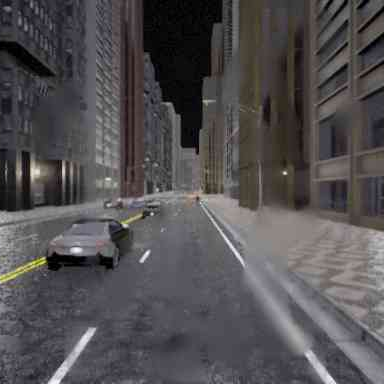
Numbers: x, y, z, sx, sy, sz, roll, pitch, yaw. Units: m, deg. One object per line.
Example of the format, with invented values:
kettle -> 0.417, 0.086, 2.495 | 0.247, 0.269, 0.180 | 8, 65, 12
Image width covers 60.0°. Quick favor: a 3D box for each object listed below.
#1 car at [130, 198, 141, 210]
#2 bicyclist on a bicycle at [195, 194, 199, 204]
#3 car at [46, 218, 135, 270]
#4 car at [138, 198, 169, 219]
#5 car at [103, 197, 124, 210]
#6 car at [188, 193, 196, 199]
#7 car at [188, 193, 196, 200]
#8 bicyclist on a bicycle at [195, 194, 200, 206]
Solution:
car -> -6.583, 1.468, 41.944 | 1.812, 1.442, 4.674 | 0, 0, 0
bicyclist on a bicycle -> 0.885, 1.264, 58.870 | 0.659, 1.776, 1.843 | 0, 0, 0
car -> -3.150, 1.557, 11.084 | 1.994, 1.385, 4.181 | 0, 0, 0
car -> -3.153, 1.471, 28.757 | 1.837, 1.490, 4.892 | 0, 0, 0
car -> -9.832, 1.433, 41.846 | 2.128, 1.511, 4.902 | 0, 0, 0
car -> -0.011, 1.096, 95.074 | 2.128, 1.511, 4.902 | 0, 0, 0
car -> -0.010, 1.116, 80.776 | 2.097, 1.767, 4.553 | 0, 0, 0
bicyclist on a bicycle -> 0.886, 1.295, 49.872 | 0.659, 1.776, 1.843 | 0, 0, 0
